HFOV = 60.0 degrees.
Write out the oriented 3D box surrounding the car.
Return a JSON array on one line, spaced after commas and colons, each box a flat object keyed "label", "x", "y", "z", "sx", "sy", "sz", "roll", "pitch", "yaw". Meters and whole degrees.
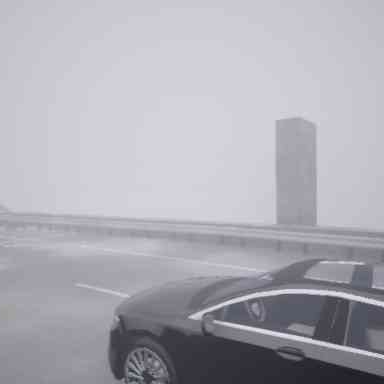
[{"label": "car", "x": 1.274, "y": 1.444, "z": 3.194, "sx": 4.902, "sy": 1.511, "sz": 2.128, "roll": 0, "pitch": 0, "yaw": 35}]
